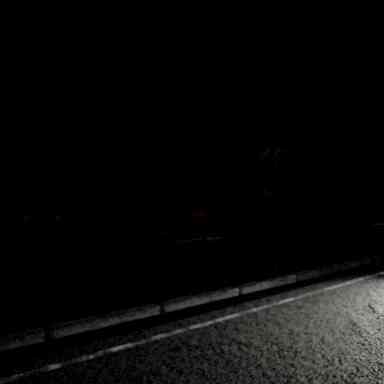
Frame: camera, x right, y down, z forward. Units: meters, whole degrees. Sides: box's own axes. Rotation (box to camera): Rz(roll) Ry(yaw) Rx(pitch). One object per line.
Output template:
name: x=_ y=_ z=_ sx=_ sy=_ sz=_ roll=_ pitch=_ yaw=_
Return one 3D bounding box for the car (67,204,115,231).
car: x=-7.142 y=1.589 z=21.632 sx=2.097 sy=1.535 sz=5.008 roll=1 pitch=0 yaw=-36

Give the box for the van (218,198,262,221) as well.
van: x=4.221 y=1.534 z=29.598 sx=1.878 sy=1.987 sz=4.442 roll=1 pitch=-1 yaw=-36

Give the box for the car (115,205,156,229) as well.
car: x=-4.877 y=1.624 z=23.235 sx=2.231 sy=1.521 sz=4.892 roll=1 pitch=-1 yaw=-36

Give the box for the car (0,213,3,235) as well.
car: x=-11.654 y=1.562 z=18.398 sx=2.002 sy=1.452 sz=4.674 roll=1 pitch=0 yaw=-36

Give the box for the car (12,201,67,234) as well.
car: x=-9.414 y=1.430 z=20.040 sx=2.185 sy=1.767 sz=4.553 roll=1 pitch=0 yaw=-36

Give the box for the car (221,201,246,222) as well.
car: x=1.876 y=1.755 z=28.103 sx=2.163 sy=1.488 sz=4.792 roll=1 pitch=-1 yaw=-36

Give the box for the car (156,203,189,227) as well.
car: x=-2.640 y=1.686 z=24.876 sx=2.163 sy=1.488 sz=4.792 roll=1 pitch=-1 yaw=-36

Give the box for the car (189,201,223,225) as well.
car: x=-0.258 y=1.688 z=26.314 sx=1.946 sy=1.575 sz=5.366 roll=1 pitch=-1 yaw=-36
